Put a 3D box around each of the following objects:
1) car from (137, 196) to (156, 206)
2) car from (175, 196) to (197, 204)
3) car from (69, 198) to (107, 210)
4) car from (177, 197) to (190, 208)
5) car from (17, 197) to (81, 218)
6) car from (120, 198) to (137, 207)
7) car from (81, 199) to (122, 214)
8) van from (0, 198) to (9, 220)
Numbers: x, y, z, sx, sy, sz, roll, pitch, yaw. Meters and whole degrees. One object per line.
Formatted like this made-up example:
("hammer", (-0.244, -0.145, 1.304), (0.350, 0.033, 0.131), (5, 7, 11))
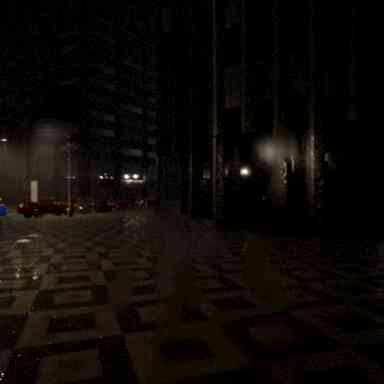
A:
("car", (-7.377, 1.463, 53.480), (1.967, 1.590, 4.097), (0, 0, 34))
("car", (-1.023, 1.564, 62.798), (2.008, 1.369, 4.403), (0, 0, 34))
("car", (-13.731, 1.573, 44.162), (1.887, 1.381, 4.507), (0, 0, 34))
("car", (-0.347, 1.461, 48.656), (1.967, 1.590, 4.097), (0, 0, 34))
("car", (-13.057, 1.349, 30.018), (2.192, 1.841, 5.009), (0, 0, 34))
("car", (-10.554, 1.607, 48.821), (1.802, 1.307, 4.206), (0, 0, 34))
("car", (-9.879, 1.596, 34.678), (1.947, 1.339, 4.313), (0, 0, 34))
("van", (-16.235, 1.376, 25.357), (1.690, 1.788, 3.998), (0, 0, 34))
